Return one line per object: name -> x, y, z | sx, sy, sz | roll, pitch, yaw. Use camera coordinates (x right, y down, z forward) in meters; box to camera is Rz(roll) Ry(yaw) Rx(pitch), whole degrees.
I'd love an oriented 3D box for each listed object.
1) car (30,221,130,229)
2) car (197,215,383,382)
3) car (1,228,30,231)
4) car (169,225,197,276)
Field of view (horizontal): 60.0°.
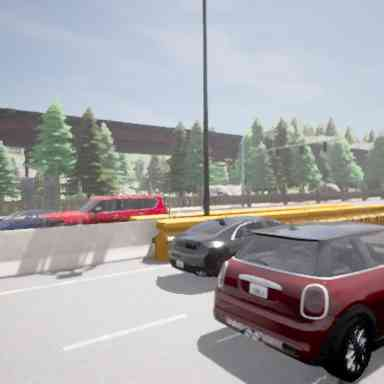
car -> -3.593, 1.149, 14.259 | 5.566, 2.045, 2.150 | -1, 0, -35
car -> 2.591, 1.277, 5.596 | 4.553, 1.767, 2.097 | -1, 1, -36
car -> -7.587, 1.507, 15.735 | 5.357, 1.411, 2.033 | -1, 1, -35
car -> 1.684, 1.411, 9.248 | 4.892, 1.490, 1.837 | -1, 1, -36
